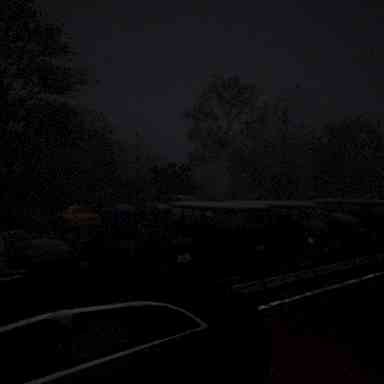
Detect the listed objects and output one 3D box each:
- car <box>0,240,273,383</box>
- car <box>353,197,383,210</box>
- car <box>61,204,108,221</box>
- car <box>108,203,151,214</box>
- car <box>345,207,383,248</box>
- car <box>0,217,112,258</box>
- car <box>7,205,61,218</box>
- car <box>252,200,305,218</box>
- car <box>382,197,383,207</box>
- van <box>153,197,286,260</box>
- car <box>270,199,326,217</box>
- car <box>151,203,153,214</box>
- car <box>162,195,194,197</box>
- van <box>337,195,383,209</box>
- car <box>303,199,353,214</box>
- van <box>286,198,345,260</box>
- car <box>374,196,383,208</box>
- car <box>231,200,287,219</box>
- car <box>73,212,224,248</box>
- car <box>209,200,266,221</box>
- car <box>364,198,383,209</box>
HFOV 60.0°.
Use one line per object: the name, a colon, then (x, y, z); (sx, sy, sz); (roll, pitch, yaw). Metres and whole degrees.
car: (-1.483, 1.493, 2.627); (4.902, 1.511, 2.128); (0, 0, -35)
car: (24.215, 1.532, 43.931); (2.097, 1.535, 5.008); (0, 0, -36)
car: (-7.520, 1.533, 21.501); (1.946, 1.575, 5.366); (0, 0, -36)
car: (-5.150, 1.540, 22.960); (2.097, 1.535, 5.008); (0, 0, -36)
car: (5.329, 1.540, 14.371); (2.097, 1.535, 5.008); (0, 0, -36)
car: (-3.803, 1.561, 7.853); (2.002, 1.452, 4.674); (0, 0, -36)
car: (-9.652, 1.562, 19.716); (2.163, 1.488, 4.792); (0, 0, -36)
car: (8.384, 1.567, 32.667); (2.163, 1.488, 4.792); (0, 0, -36)
car: (30.985, 1.532, 48.779); (2.097, 1.535, 5.008); (0, 0, -36)
van: (0.694, 1.310, 11.211); (1.878, 1.987, 4.442); (0, 0, -36)
car: (10.767, 1.534, 34.105); (1.946, 1.575, 5.366); (0, 0, -36)
car: (-2.889, 1.543, 24.574); (2.231, 1.521, 4.892); (0, 0, -36)
car: (-0.618, 1.290, 26.168); (2.435, 2.045, 5.566); (0, 0, -36)
van: (7.540, 1.314, 16.100); (1.878, 1.987, 4.442); (0, 0, -36)
car: (15.194, 1.565, 37.459); (2.163, 1.488, 4.792); (0, 0, -36)
van: (3.109, 1.314, 12.649); (1.878, 1.987, 4.442); (0, 0, -36)
car: (28.712, 1.407, 47.187); (2.185, 1.767, 4.553); (0, 0, -36)
car: (6.139, 1.540, 31.036); (2.231, 1.521, 4.892); (0, 0, -36)
car: (-1.537, 1.562, 9.511); (2.163, 1.488, 4.792); (0, 0, -36)
car: (3.880, 1.539, 29.422); (2.097, 1.535, 5.008); (0, 0, -36)
car: (26.472, 1.572, 45.546); (2.002, 1.452, 4.674); (0, 0, -36)
